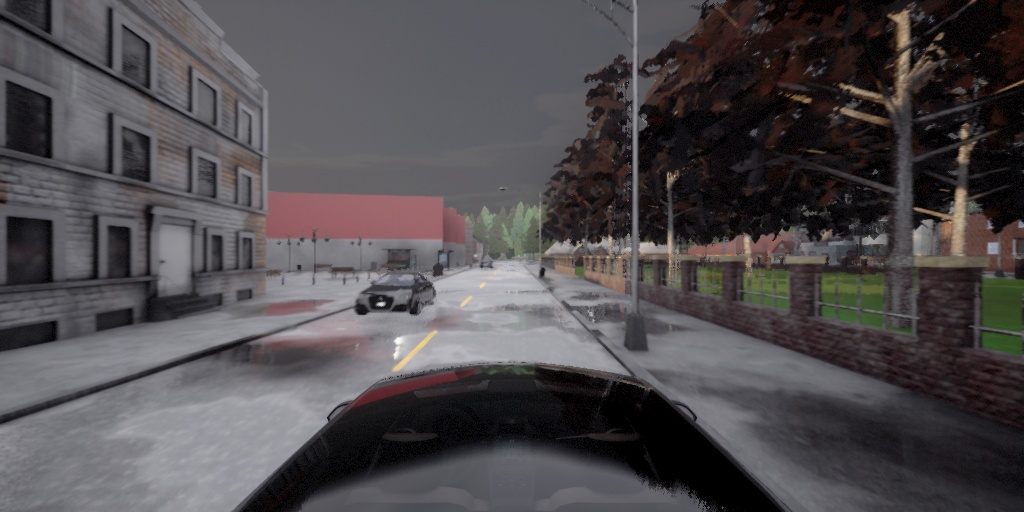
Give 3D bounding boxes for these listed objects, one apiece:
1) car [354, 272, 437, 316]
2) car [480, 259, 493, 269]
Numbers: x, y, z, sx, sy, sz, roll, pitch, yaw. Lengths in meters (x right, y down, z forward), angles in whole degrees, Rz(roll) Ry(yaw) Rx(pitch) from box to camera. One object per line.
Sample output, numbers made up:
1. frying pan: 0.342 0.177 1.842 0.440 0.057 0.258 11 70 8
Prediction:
1. car: -4.092 1.308 13.193 1.994 1.385 4.181 0 0 0
2. car: -3.951 1.212 55.966 2.128 1.511 4.902 0 0 1
